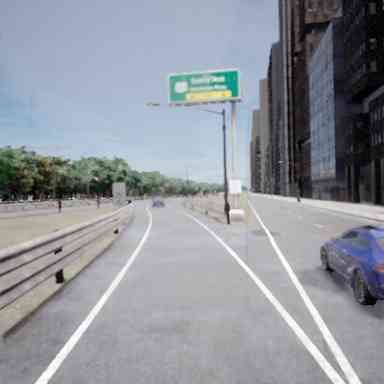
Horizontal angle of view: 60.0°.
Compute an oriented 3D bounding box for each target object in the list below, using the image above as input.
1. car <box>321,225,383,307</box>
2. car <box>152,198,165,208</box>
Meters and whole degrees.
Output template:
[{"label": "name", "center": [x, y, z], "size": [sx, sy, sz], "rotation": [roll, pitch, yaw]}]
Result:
[{"label": "car", "center": [4.345, 1.478, 7.652], "size": [1.812, 1.442, 4.674], "rotation": [-1, 0, 9]}, {"label": "car", "center": [-5.300, 1.652, 52.500], "size": [1.812, 1.442, 4.674], "rotation": [-1, 0, -7]}]
